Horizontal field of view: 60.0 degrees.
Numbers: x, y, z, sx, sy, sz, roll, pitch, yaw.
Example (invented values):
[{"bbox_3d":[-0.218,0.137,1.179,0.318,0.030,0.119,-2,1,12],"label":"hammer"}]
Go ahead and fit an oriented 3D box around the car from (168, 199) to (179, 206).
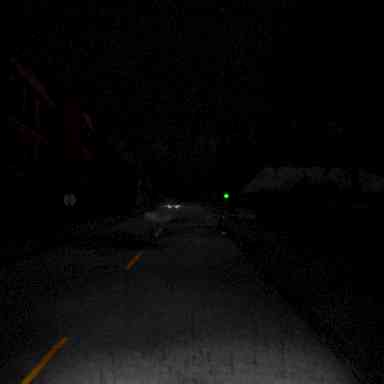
[{"bbox_3d":[-4.018,2.365,73.342,2.097,1.767,4.553,0,-1,0],"label":"car"}]
